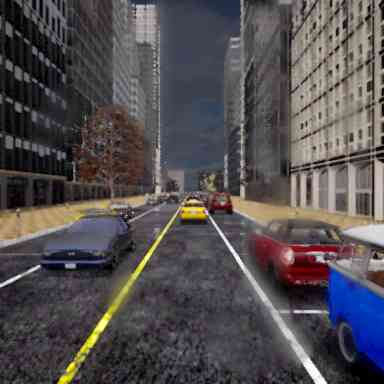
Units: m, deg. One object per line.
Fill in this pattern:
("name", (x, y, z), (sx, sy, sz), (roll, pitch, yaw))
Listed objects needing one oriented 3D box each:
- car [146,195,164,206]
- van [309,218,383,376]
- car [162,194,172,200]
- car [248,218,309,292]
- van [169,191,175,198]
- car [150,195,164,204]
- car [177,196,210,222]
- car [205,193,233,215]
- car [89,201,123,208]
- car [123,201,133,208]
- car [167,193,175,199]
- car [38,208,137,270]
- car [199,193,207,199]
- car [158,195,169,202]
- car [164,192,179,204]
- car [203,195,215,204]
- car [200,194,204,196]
("car", (-5.674, 1.265, 48.675), (2.008, 1.369, 4.403), (0, 0, 0))
("van", (2.694, 1.323, 3.124), (1.690, 1.788, 3.998), (0, 0, 0))
("car", (-5.667, 1.077, 77.136), (2.008, 1.369, 4.403), (0, 0, 0))
("car", (2.696, 1.391, 8.816), (1.967, 1.590, 4.097), (0, 0, 0))
("van", (-5.662, 0.750, 94.211), (1.690, 1.788, 3.998), (0, 0, 0))
("car", (-5.673, 1.243, 54.368), (1.947, 1.339, 4.313), (0, 0, 0))
("car", (0.106, 1.315, 24.674), (1.801, 1.575, 5.366), (0, 0, 0))
("car", (2.703, 1.133, 31.583), (2.192, 1.841, 5.009), (0, 0, 0))
("car", (-5.682, 1.413, 20.043), (1.752, 1.417, 4.829), (0, 0, 0))
("car", (-5.681, 1.403, 25.906), (2.008, 1.369, 4.403), (0, 0, 0))
("car", (-5.664, 0.994, 88.520), (1.887, 1.381, 4.507), (0, 0, 0))
("car", (-3.096, 1.486, 11.139), (2.033, 1.411, 5.357), (0, 0, 0))
("car", (2.715, 1.053, 82.813), (1.947, 1.339, 4.313), (0, 0, 0))
("car", (-5.670, 1.185, 65.751), (1.802, 1.307, 4.206), (0, 0, 0))
("car", (-3.047, 1.186, 53.777), (1.837, 1.490, 4.892), (0, 0, 0))
("car", (2.708, 1.201, 54.522), (1.752, 1.417, 4.829), (0, 0, 0))
("car", (0.111, 1.237, 41.319), (1.882, 1.535, 5.008), (0, 0, 0))
